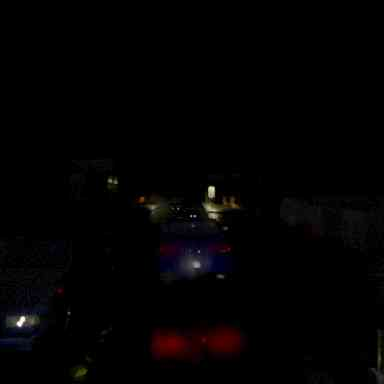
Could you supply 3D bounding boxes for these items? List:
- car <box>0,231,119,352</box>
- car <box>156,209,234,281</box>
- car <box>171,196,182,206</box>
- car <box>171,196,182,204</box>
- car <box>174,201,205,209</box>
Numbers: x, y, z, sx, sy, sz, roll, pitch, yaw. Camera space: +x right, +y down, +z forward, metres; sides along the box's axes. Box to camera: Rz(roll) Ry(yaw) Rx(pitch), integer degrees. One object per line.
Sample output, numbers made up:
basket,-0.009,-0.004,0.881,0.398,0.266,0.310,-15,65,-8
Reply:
car,-2.844,1.541,6.747,2.033,1.411,5.357,0,0,0
car,0.082,1.472,9.849,1.882,1.535,5.008,0,0,0
car,-2.792,1.690,59.475,2.128,1.511,4.902,0,-1,0
car,-3.513,1.720,74.764,2.097,1.767,4.553,0,-1,-9
car,0.049,1.508,19.279,1.837,1.490,4.892,0,0,0
